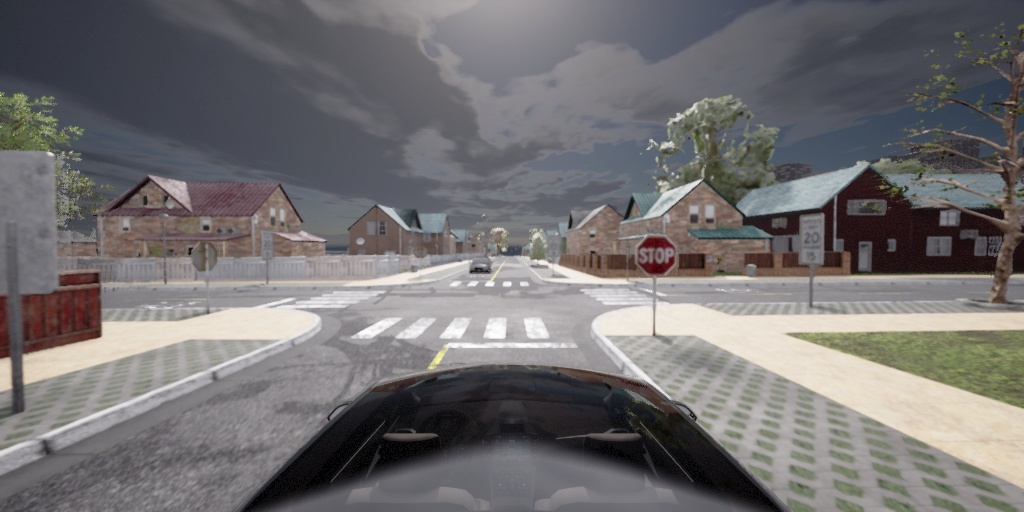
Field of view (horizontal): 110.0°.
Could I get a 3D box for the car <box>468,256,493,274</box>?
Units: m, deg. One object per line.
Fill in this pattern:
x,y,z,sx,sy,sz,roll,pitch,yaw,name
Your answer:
-2.753,0.822,32.314,1.837,1.490,4.892,0,3,0,car
